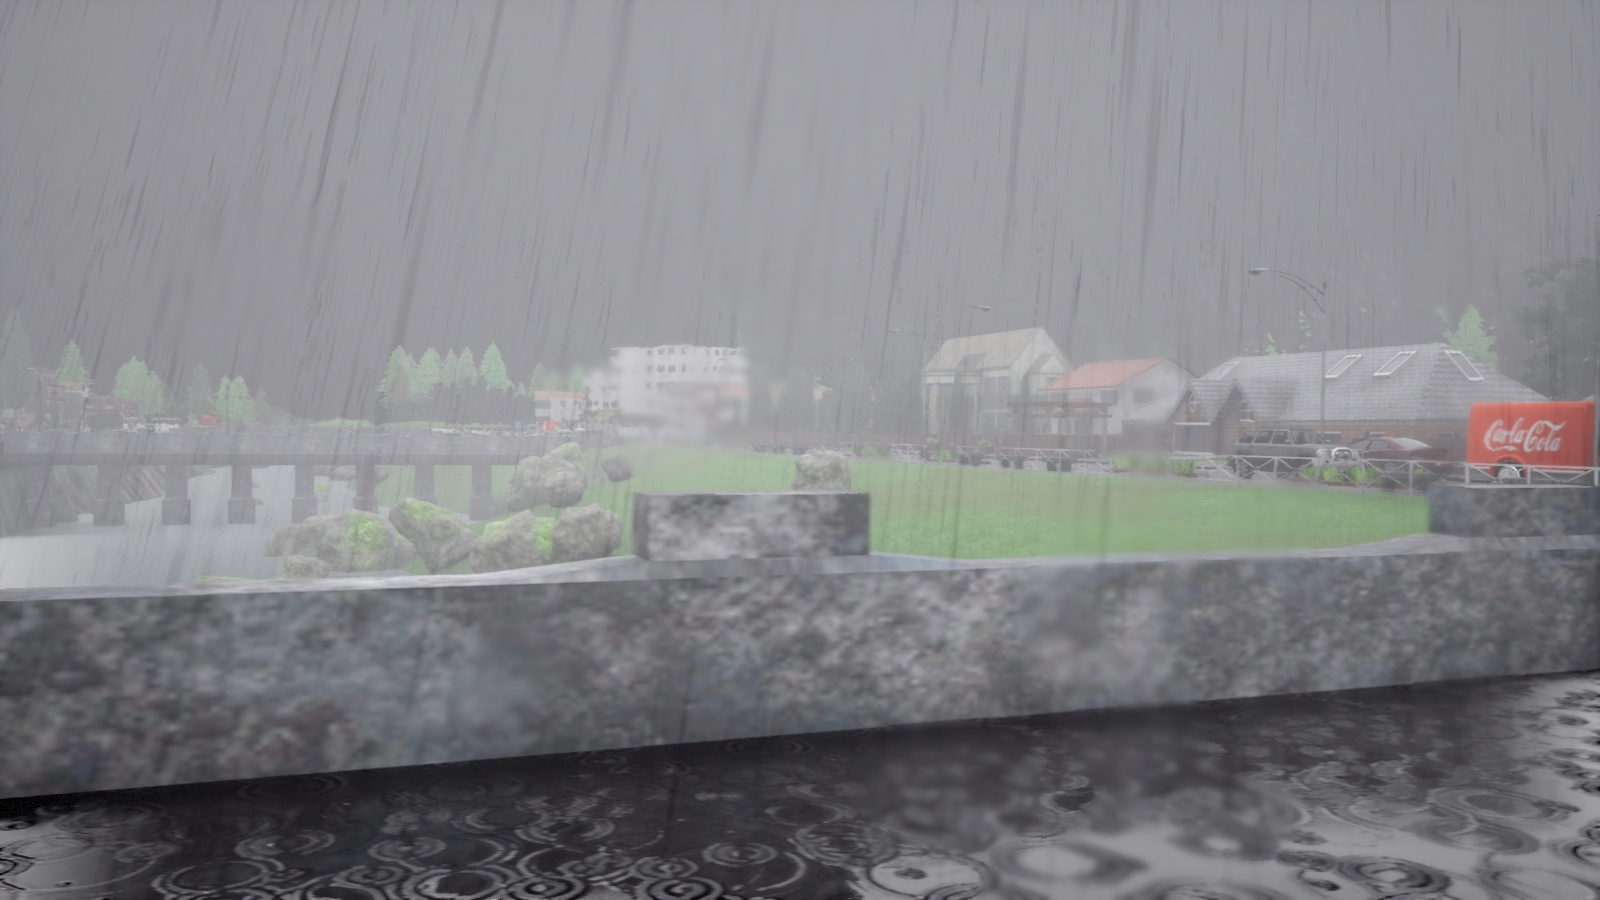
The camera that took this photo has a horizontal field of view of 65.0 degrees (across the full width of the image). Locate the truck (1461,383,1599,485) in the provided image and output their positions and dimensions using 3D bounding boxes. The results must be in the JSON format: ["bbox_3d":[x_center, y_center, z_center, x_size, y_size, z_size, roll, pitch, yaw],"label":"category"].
[{"bbox_3d":[20.030,-0.428,31.982,2.627,2.467,5.204,-1,1,-21],"label":"truck"}]

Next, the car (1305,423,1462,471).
[{"bbox_3d":[20.007,-0.146,43.329,1.882,1.535,5.008,-1,1,-21],"label":"car"}]

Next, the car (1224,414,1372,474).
[{"bbox_3d":[16.382,-0.240,41.596,1.932,1.855,4.605,-1,1,-21],"label":"car"}]
